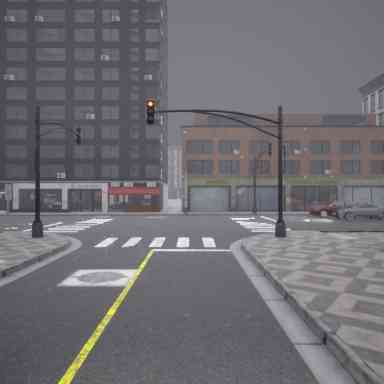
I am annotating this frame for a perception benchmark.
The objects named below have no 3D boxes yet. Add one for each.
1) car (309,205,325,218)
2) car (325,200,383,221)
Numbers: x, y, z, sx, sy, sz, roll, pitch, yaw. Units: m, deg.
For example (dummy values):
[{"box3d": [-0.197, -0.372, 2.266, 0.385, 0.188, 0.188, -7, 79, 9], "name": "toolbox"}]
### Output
[{"box3d": [13.142, 1.491, 29.906, 5.008, 1.535, 1.882, 0, 0, 1], "name": "car"}, {"box3d": [13.399, 1.550, 26.653, 4.181, 1.385, 1.994, 0, 0, 0], "name": "car"}]
